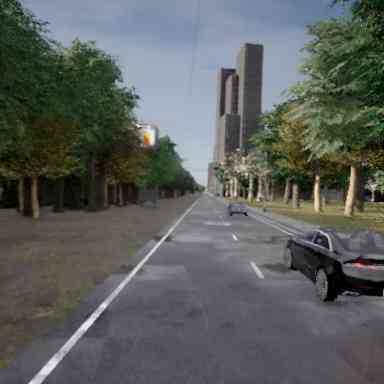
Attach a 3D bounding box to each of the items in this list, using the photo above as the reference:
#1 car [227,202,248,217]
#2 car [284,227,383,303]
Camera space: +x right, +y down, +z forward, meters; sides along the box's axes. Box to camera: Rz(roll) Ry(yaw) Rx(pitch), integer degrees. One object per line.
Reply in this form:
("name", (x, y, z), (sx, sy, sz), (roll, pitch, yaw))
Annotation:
("car", (4.733, 1.781, 35.208), (2.033, 1.411, 5.357), (2, 0, 2))
("car", (3.759, 1.646, 8.535), (2.128, 1.511, 4.902), (2, 0, 2))
